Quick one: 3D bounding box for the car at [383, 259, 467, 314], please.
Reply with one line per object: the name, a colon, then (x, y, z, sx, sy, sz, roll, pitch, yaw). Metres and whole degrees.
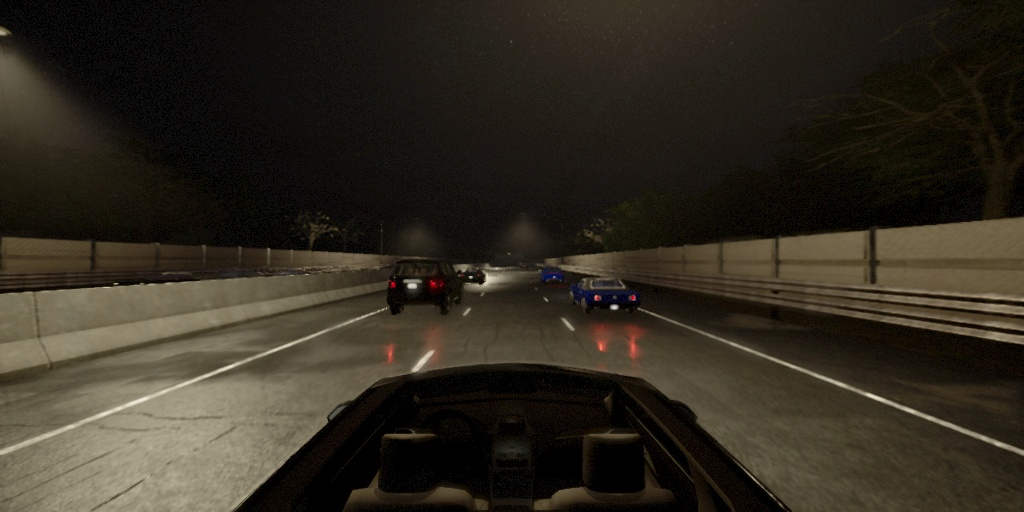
car: (-3.401, 1.162, 14.936, 2.150, 2.045, 5.566, 0, -1, 0)

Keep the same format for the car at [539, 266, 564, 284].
car: (3.598, 1.687, 32.969, 1.882, 1.535, 5.008, 0, -1, 0)

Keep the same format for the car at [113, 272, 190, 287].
car: (-21.100, 1.644, 21.887, 1.895, 1.301, 4.718, 0, -1, 0)

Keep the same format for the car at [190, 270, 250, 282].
car: (-17.599, 1.623, 22.964, 1.994, 1.385, 4.181, 0, -1, 0)

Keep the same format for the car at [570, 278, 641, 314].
car: (3.599, 1.540, 14.804, 1.895, 1.301, 4.718, 0, -1, 0)

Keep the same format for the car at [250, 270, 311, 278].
car: (-14.100, 1.623, 22.976, 1.994, 1.385, 4.181, 0, -1, 0)

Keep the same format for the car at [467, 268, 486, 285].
car: (-3.402, 1.754, 31.679, 1.994, 1.385, 4.181, 0, -1, 0)
